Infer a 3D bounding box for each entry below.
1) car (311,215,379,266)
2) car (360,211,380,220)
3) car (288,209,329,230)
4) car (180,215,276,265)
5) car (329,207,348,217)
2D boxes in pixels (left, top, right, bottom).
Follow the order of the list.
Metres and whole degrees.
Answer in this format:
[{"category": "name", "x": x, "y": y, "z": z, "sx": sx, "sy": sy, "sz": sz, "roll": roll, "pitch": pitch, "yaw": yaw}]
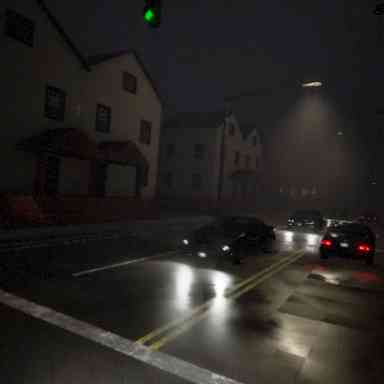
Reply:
[{"category": "car", "x": 6.530, "y": 1.974, "z": 13.727, "sx": 2.033, "sy": 1.411, "sz": 5.357, "roll": 5, "pitch": 0, "yaw": 30}, {"category": "car", "x": 19.404, "y": 2.825, "z": 36.353, "sx": 2.033, "sy": 1.411, "sz": 5.357, "roll": 5, "pitch": 0, "yaw": 30}, {"category": "car", "x": 8.381, "y": 2.008, "z": 24.233, "sx": 1.837, "sy": 1.490, "sz": 4.892, "roll": 5, "pitch": 0, "yaw": 30}, {"category": "car", "x": 1.653, "y": 1.606, "z": 12.418, "sx": 2.033, "sy": 1.411, "sz": 5.357, "roll": 5, "pitch": 0, "yaw": 30}, {"category": "car", "x": 18.243, "y": 2.663, "z": 41.404, "sx": 1.837, "sy": 1.490, "sz": 4.892, "roll": 5, "pitch": 0, "yaw": 30}]
